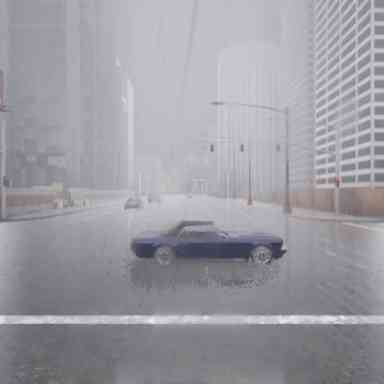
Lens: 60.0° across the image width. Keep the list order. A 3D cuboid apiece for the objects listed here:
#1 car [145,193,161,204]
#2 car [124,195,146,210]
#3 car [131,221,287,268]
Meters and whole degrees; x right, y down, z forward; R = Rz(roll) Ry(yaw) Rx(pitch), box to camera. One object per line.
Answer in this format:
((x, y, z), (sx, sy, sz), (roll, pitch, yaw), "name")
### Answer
((-7.233, 1.179, 64.646), (2.150, 2.045, 5.566), (0, 0, 0), "car")
((-7.226, 1.476, 41.514), (1.837, 1.490, 4.892), (0, 0, 0), "car")
((0.528, 1.594, 10.715), (4.718, 1.301, 1.895), (0, 0, 0), "car")
